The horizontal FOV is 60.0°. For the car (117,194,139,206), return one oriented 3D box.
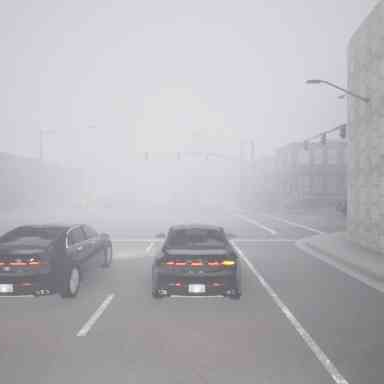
[{"bbox_3d":[-10.431,1.547,54.083,2.033,1.411,5.357,0,0,0],"label":"car"}]

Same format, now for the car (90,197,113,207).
[{"bbox_3d":[-13.937,1.491,51.582,2.128,1.511,4.902,0,0,0],"label":"car"}]

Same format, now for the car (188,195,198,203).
[{"bbox_3d":[0.206,1.352,68.179,2.097,1.767,4.553,0,0,0],"label":"car"}]

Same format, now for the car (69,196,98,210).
[{"bbox_3d":[-13.983,1.352,42.437,2.097,1.767,4.553,0,0,1],"label":"car"}]

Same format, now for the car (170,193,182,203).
[{"bbox_3d":[-3.294,1.221,68.245,2.150,2.045,5.566,0,0,0],"label":"car"}]

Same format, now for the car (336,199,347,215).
[{"bbox_3d":[14.904,0.764,27.510,5.566,2.045,2.150,-5,0,0],"label":"car"}]

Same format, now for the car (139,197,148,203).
[{"bbox_3d":[-10.296,1.601,68.532,1.895,1.301,4.718,0,0,0],"label":"car"}]

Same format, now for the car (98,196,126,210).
[{"bbox_3d":[-10.504,1.547,43.602,2.033,1.411,5.357,0,0,-2],"label":"car"}]

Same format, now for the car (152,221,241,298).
[{"bbox_3d":[0.104,1.505,8.467,1.837,1.490,4.892,0,0,0],"label":"car"}]

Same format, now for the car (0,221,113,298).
[{"bbox_3d":[-3.396,1.505,8.483,1.837,1.490,4.892,0,0,0],"label":"car"}]
